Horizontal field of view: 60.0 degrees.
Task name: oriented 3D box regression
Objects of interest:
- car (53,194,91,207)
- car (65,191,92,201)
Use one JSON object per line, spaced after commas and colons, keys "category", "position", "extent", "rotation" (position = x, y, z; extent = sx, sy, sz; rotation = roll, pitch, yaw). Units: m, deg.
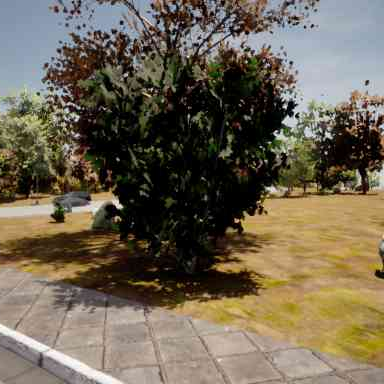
{"category": "car", "position": [-16.275, 1.361, 44.318], "extent": [1.994, 1.385, 4.181], "rotation": [0, 2, 39]}
{"category": "car", "position": [-17.384, 0.941, 48.519], "extent": [2.150, 2.045, 5.566], "rotation": [0, 2, 39]}
